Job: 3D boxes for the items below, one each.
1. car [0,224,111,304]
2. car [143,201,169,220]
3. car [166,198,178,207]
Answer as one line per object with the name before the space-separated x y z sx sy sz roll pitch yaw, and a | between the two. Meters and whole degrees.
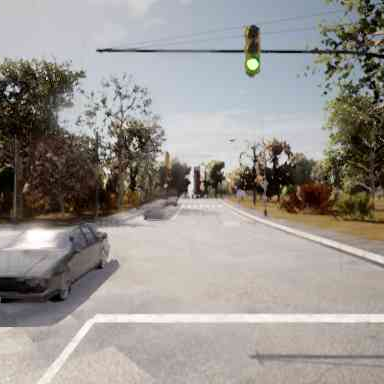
car | -3.513 1.574 8.554 2.033 1.411 5.357 0 -1 0
car | -3.525 1.937 32.217 1.837 1.490 4.892 0 0 0
car | -3.414 1.698 56.578 1.882 1.535 5.008 0 1 1
